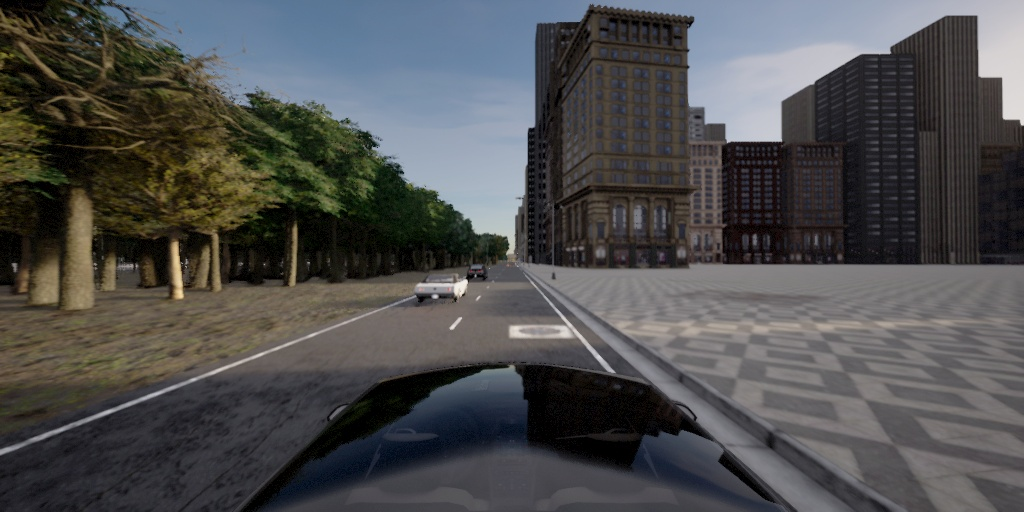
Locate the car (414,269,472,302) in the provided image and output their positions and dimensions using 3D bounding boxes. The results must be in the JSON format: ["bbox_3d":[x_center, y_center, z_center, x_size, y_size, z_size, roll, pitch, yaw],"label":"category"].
[{"bbox_3d":[-3.392,1.526,18.083,1.895,1.301,4.718,0,-1,0],"label":"car"}]

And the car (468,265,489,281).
[{"bbox_3d":[-3.386,1.617,35.719,1.837,1.490,4.892,0,-1,0],"label":"car"}]
